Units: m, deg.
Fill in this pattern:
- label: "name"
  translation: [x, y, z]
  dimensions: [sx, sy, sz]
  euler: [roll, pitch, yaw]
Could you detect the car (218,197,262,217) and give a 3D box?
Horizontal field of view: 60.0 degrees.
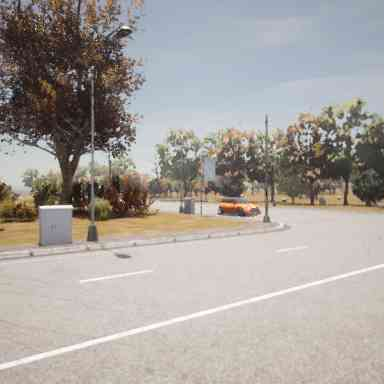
- label: "car"
  translation: [4.424, 1.347, 31.352]
  dimensions: [2.097, 1.767, 4.553]
  euler: [0, 0, -32]
